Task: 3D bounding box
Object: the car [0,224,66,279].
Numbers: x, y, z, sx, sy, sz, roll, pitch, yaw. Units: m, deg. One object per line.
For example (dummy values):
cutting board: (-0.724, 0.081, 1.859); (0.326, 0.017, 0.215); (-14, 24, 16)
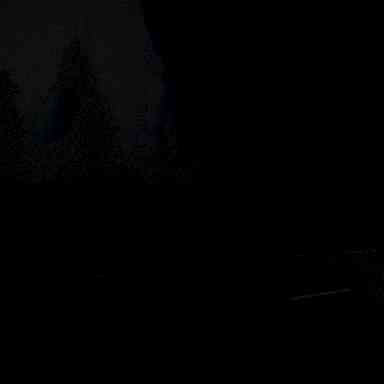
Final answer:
car: (-5.783, 1.505, 8.240); (4.718, 1.301, 1.895); (0, 1, -33)
